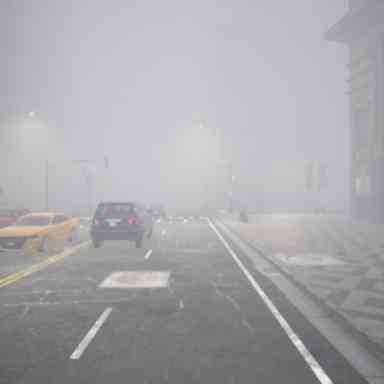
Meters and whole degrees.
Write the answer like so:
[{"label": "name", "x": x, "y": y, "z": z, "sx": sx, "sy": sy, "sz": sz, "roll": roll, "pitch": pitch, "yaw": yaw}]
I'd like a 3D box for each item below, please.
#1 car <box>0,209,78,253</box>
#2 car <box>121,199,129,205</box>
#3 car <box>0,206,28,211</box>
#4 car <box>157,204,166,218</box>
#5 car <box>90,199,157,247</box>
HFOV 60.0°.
[{"label": "car", "x": -6.653, "y": 1.658, "z": 14.699, "sx": 1.882, "sy": 1.535, "sz": 5.008, "roll": 0, "pitch": -1, "yaw": 0}, {"label": "car", "x": -17.341, "y": 2.560, "z": 86.165, "sx": 1.812, "sy": 1.442, "sz": 4.674, "roll": 0, "pitch": -1, "yaw": -10}, {"label": "car", "x": -9.910, "y": 1.570, "z": 17.300, "sx": 2.097, "sy": 1.767, "sz": 4.553, "roll": 0, "pitch": -1, "yaw": 0}, {"label": "car", "x": -3.756, "y": 1.951, "z": 34.146, "sx": 1.994, "sy": 1.385, "sz": 4.181, "roll": 0, "pitch": -1, "yaw": -7}, {"label": "car", "x": -3.218, "y": 1.410, "z": 16.145, "sx": 2.150, "sy": 2.045, "sz": 5.566, "roll": 0, "pitch": 0, "yaw": 0}]
